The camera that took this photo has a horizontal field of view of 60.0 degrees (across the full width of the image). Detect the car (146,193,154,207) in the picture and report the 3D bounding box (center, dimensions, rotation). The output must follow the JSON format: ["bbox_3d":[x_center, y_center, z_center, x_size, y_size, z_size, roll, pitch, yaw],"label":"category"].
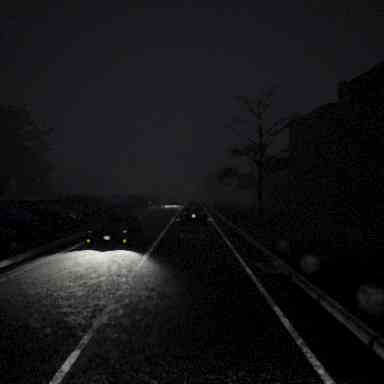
[{"bbox_3d":[-8.885,1.338,48.526,5.566,2.045,2.435,0,0,0],"label":"car"}]

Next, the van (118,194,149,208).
[{"bbox_3d":[-9.032,1.370,51.326,4.442,1.987,1.878,0,0,0],"label":"van"}]

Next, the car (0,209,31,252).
[{"bbox_3d":[-8.857,1.528,12.082,4.792,1.488,2.163,0,0,0],"label":"car"}]

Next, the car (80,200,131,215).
[{"bbox_3d":[-8.900,1.595,34.508,4.674,1.452,2.002,0,0,0],"label":"car"}]

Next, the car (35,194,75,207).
[{"bbox_3d":[-21.968,1.346,53.504,5.566,2.045,2.435,0,0,0],"label":"car"}]

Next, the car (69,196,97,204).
[{"bbox_3d":[-22.000,1.566,67.389,4.892,1.521,2.231,0,0,0],"label":"car"}]

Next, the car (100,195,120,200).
[{"bbox_3d":[-21.993,1.475,89.593,4.792,1.488,2.163,0,0,0],"label":"car"}]

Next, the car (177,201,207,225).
[{"bbox_3d":[0.115,1.619,24.885,1.994,1.385,4.181,0,0,0],"label":"car"}]

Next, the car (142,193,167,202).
[{"bbox_3d":[-8.907,1.248,79.369,5.566,2.045,2.435,0,0,0],"label":"car"}]

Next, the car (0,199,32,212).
[{"bbox_3d":[-21.958,1.598,39.625,4.792,1.488,2.163,0,0,0],"label":"car"}]

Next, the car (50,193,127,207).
[{"bbox_3d":[-8.870,1.289,28.902,5.566,2.045,2.435,0,0,0],"label":"car"}]

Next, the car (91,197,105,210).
[{"bbox_3d":[-8.863,1.401,23.295,4.553,1.767,2.185,0,0,0],"label":"car"}]

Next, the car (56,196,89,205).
[{"bbox_3d":[-22.187,1.584,61.834,5.366,1.575,1.946,0,0,0],"label":"car"}]

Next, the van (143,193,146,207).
[{"bbox_3d":[-9.028,1.357,45.722,4.442,1.987,1.878,0,0,0],"label":"van"}]

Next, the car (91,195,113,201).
[{"bbox_3d":[-22.046,1.520,81.266,4.792,1.488,2.163,0,0,0],"label":"car"}]

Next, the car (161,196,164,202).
[{"bbox_3d":[-8.922,1.559,68.157,5.008,1.535,2.097,0,0,0],"label":"car"}]

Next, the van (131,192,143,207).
[{"bbox_3d":[-9.026,1.350,42.918,4.442,1.987,1.878,0,0,0],"label":"van"}]

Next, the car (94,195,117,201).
[{"bbox_3d":[-21.833,1.472,84.041,5.366,1.575,1.946,0,0,0],"label":"car"}]

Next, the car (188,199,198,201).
[{"bbox_3d":[0.127,1.610,41.205,1.812,1.442,4.674,0,0,0],"label":"car"}]

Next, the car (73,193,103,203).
[{"bbox_3d":[-21.980,1.298,70.162,5.566,2.045,2.435,0,0,0],"label":"car"}]

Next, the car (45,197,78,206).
[{"bbox_3d":[-22.027,1.627,56.279,4.792,1.488,2.163,0,0,0],"label":"car"}]

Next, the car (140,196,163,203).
[{"bbox_3d":[-8.934,1.569,73.764,4.674,1.452,2.002,0,0,0],"label":"car"}]

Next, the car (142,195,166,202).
[{"bbox_3d":[-8.748,1.511,76.567,5.366,1.575,1.946,0,0,0],"label":"car"}]

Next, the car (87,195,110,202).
[{"bbox_3d":[-22.021,1.506,78.491,4.892,1.521,2.231,0,0,0],"label":"car"}]

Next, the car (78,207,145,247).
[{"bbox_3d":[-3.340,1.596,14.976,1.994,1.385,4.181,0,0,0],"label":"car"}]

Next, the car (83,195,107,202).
[{"bbox_3d":[-22.018,1.520,75.715,5.008,1.535,2.097,0,0,0],"label":"car"}]

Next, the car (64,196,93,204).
[{"bbox_3d":[-21.999,1.577,64.611,5.008,1.535,2.097,0,0,0],"label":"car"}]

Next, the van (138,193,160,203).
[{"bbox_3d":[-9.046,1.318,70.959,4.442,1.987,1.878,0,0,0],"label":"van"}]

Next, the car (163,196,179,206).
[{"bbox_3d":[-3.272,1.645,56.512,1.994,1.385,4.181,0,0,0],"label":"car"}]

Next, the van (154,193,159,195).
[{"bbox_3d":[-9.040,1.357,62.547,4.442,1.987,1.878,0,0,0],"label":"van"}]

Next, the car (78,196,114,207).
[{"bbox_3d":[-8.866,1.408,26.099,4.553,1.767,2.185,0,0,0],"label":"car"}]

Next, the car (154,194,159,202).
[{"bbox_3d":[-8.950,1.623,59.745,4.792,1.488,2.163,0,0,0],"label":"car"}]

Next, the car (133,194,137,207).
[{"bbox_3d":[-8.936,1.436,37.312,4.553,1.767,2.185,0,0,0],"label":"car"}]

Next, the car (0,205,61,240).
[{"bbox_3d":[-8.883,1.506,14.885,5.008,1.535,2.097,0,0,0],"label":"car"}]

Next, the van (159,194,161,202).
[{"bbox_3d":[-8.809,1.347,65.349,4.442,1.987,1.878,0,0,0],"label":"van"}]

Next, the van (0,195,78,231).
[{"bbox_3d":[-8.774,1.287,17.689,4.442,1.987,1.878,0,0,0],"label":"van"}]

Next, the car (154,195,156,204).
[{"bbox_3d":[-8.923,1.598,54.134,4.892,1.521,2.231,0,0,0],"label":"car"}]

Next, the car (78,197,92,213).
[{"bbox_3d":[-8.924,1.394,20.492,4.553,1.767,2.185,0,0,0],"label":"car"}]

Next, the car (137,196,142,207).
[{"bbox_3d":[-8.901,1.570,40.114,4.892,1.521,2.231,0,0,0],"label":"car"}]

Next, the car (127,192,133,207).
[{"bbox_3d":[-8.872,1.296,31.705,5.566,2.045,2.435,0,0,0],"label":"car"}]

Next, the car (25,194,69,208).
[{"bbox_3d":[-22.023,1.345,50.727,5.566,2.045,2.435,0,0,0],"label":"car"}]
